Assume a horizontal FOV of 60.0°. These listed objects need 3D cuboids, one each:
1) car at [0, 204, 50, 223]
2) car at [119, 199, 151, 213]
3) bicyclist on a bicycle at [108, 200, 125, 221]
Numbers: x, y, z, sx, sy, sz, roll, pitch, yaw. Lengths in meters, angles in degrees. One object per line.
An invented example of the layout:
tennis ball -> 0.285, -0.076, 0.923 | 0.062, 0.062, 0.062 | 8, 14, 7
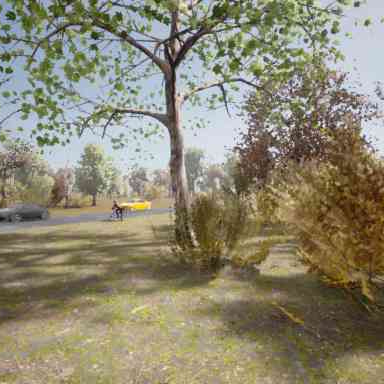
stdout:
car -> -13.184, 1.597, 25.813 | 1.994, 1.385, 4.181 | 0, 0, 27
car -> -6.686, 1.539, 38.624 | 1.882, 1.535, 5.008 | 0, 0, 27
bicyclist on a bicycle -> -5.933, 1.483, 26.076 | 1.656, 1.620, 0.582 | 0, 0, 27
